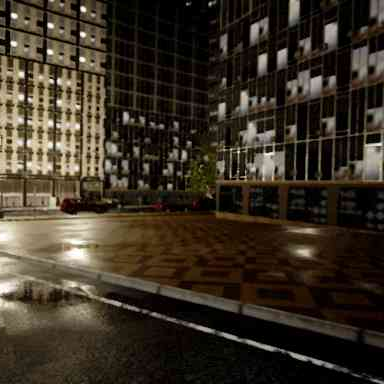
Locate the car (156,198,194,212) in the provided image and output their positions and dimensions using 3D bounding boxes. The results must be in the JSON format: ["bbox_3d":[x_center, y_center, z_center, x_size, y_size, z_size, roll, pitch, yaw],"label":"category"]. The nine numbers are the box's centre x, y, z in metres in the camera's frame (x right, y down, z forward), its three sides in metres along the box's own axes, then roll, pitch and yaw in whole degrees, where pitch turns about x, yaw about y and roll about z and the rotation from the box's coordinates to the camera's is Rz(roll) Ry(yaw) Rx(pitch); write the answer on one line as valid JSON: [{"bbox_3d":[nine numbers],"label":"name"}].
[{"bbox_3d":[-2.458,1.903,42.827,4.507,1.381,1.887,1,1,-34],"label":"car"}]

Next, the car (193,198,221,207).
[{"bbox_3d":[2.515,1.801,55.708,4.313,1.339,1.947,1,1,-34],"label":"car"}]

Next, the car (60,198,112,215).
[{"bbox_3d":[-11.840,1.573,36.466,5.009,1.841,2.192,1,1,-34],"label":"car"}]

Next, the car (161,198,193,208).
[{"bbox_3d":[-2.320,1.709,52.433,4.829,1.417,1.752,1,1,-34],"label":"car"}]

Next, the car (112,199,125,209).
[{"bbox_3d":[-11.567,1.635,46.173,4.403,1.369,2.008,1,1,-34],"label":"car"}]

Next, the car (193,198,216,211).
[{"bbox_3d":[2.242,1.723,46.001,5.009,1.841,2.192,1,1,-34],"label":"car"}]
